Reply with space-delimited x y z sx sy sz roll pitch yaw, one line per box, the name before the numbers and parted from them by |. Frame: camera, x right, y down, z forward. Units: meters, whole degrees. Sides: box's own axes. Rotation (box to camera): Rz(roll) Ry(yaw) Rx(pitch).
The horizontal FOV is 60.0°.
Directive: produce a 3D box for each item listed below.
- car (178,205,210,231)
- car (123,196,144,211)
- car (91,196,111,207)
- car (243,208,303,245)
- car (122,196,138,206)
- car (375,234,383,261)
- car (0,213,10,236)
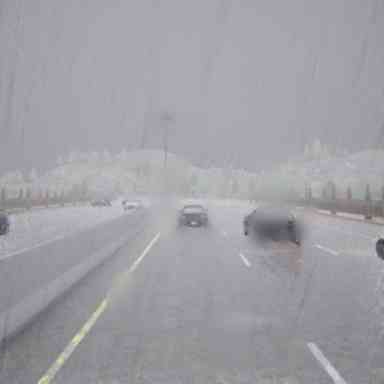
car | 0.103 1.526 20.496 1.812 1.442 4.674 0 0 0
car | -7.080 1.532 40.785 1.812 1.442 4.674 0 0 0
car | -14.052 1.373 51.629 2.097 1.767 4.553 0 0 0
car | 3.603 1.478 15.522 1.882 1.535 5.008 0 0 0
car | -10.539 1.508 56.949 1.882 1.535 5.008 0 0 1
car | 7.102 1.526 9.291 1.812 1.442 4.674 0 0 0
car | -10.596 1.526 15.899 1.812 1.442 4.674 0 0 0
